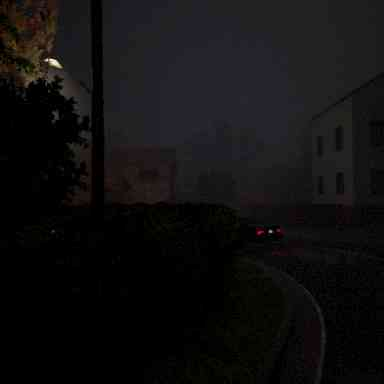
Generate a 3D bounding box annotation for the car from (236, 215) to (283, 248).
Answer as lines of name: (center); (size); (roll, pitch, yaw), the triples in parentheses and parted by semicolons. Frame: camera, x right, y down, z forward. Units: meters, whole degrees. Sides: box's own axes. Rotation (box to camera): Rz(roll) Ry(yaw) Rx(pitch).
car: (1.864, 1.837, 16.506); (2.033, 1.411, 5.357); (0, -1, -39)
